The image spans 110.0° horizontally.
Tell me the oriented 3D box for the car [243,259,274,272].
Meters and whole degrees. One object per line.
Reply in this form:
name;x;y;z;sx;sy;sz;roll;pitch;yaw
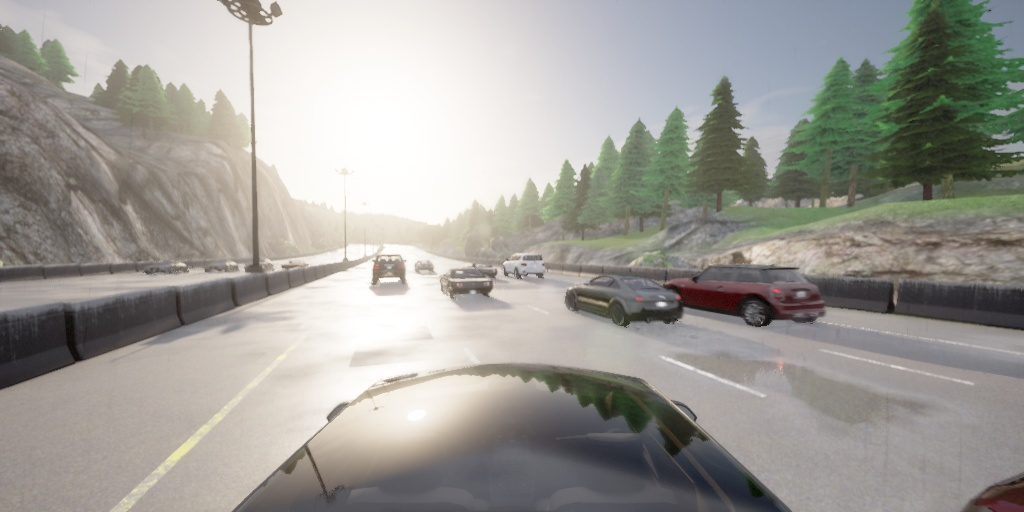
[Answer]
car;-28.729;1.042;40.830;1.837;1.490;4.892;0;0;-18

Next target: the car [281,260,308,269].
car;-25.438;1.127;42.032;1.895;1.301;4.718;0;0;-18

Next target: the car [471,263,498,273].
car;-2.704;1.189;29.604;1.895;1.301;4.718;0;0;-18

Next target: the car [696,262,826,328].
car;7.021;1.041;11.560;2.097;1.767;4.553;0;0;-18

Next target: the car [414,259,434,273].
car;-9.666;1.082;39.389;2.033;1.411;5.357;0;0;-18

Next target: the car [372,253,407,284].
car;-8.715;0.837;25.507;2.150;2.045;5.566;0;0;-19

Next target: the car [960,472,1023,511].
car;3.450;1.321;0.163;1.994;1.385;4.181;0;0;-18

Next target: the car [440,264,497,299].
car;-2.410;1.259;17.688;1.895;1.301;4.718;0;0;-18

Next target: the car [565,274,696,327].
car;3.355;1.255;11.485;1.994;1.385;4.181;0;0;-18

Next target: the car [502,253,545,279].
car;0.888;0.807;29.894;2.150;2.045;5.566;0;0;-18

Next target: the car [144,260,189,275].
car;-34.483;1.130;35.874;1.994;1.385;4.181;0;0;-18

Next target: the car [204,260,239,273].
car;-32.021;1.107;39.622;1.994;1.385;4.181;0;0;-18
